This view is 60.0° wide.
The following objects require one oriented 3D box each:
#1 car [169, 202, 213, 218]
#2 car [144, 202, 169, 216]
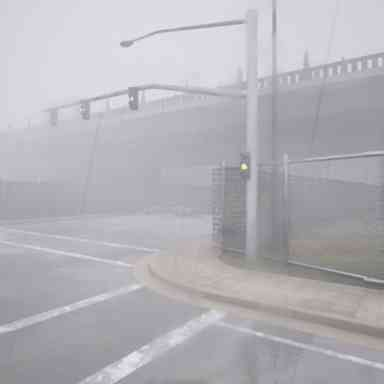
[{"bbox_3d":[0.260,1.654,31.306,1.895,1.301,4.718,0,0,35],"label":"car"},{"bbox_3d":[-2.589,1.654,33.338,1.895,1.301,4.718,0,0,35],"label":"car"}]
